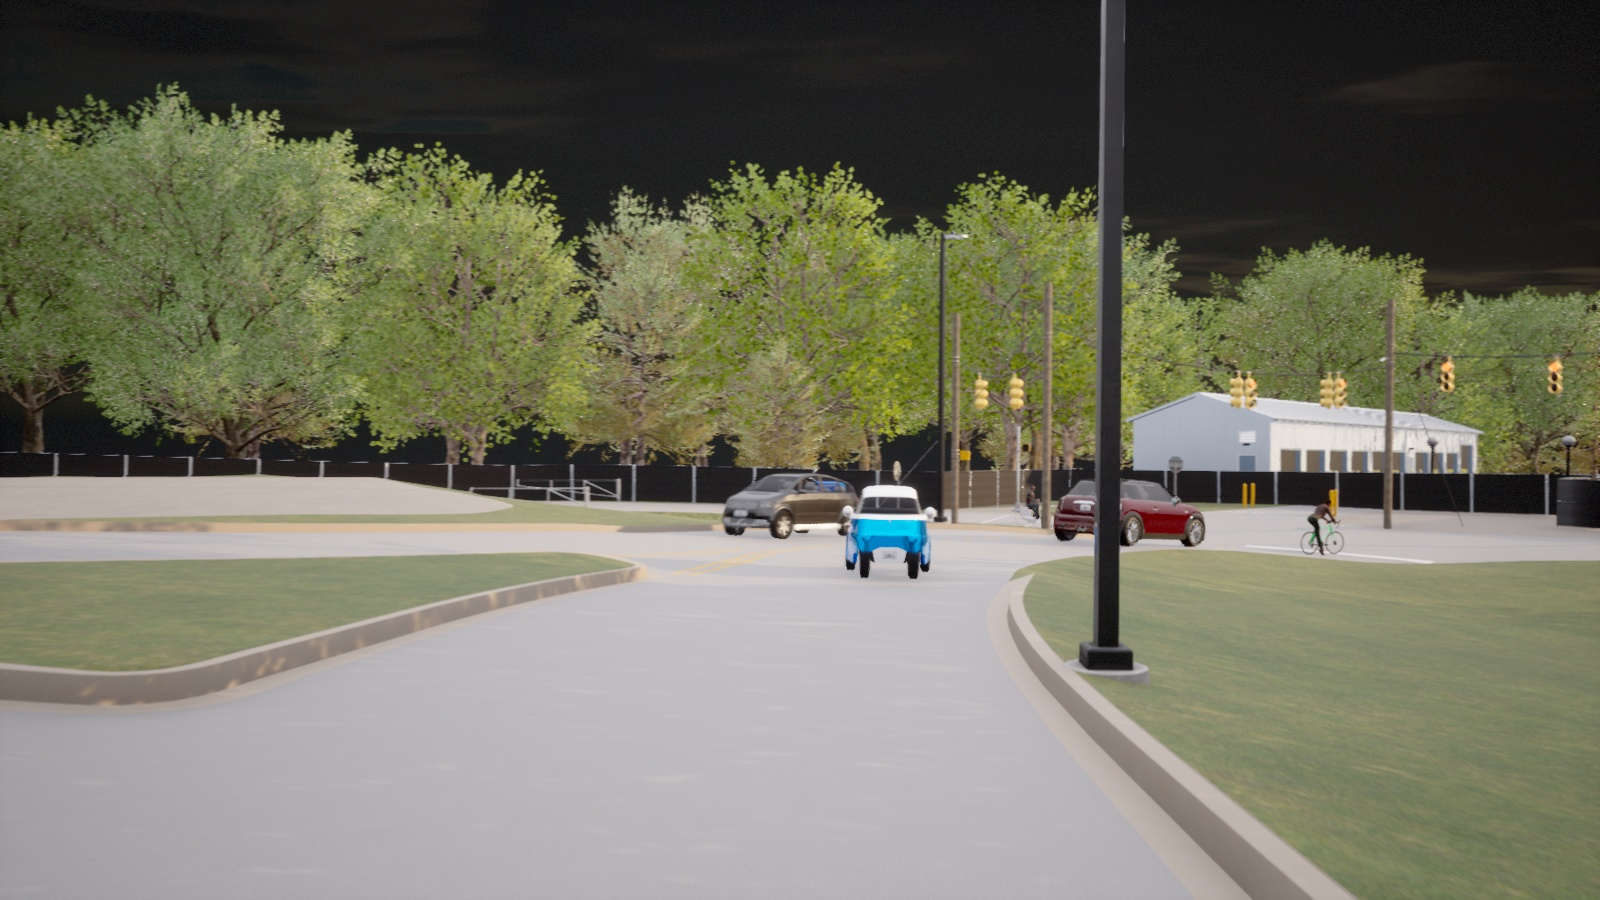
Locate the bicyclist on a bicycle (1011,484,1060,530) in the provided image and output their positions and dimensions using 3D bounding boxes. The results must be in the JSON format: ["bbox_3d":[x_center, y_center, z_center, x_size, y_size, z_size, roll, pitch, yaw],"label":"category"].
[{"bbox_3d":[9.820,2.353,52.414,1.843,1.776,0.659,2,3,35],"label":"bicyclist on a bicycle"}]

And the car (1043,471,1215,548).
[{"bbox_3d":[8.532,1.561,32.343,4.553,1.767,2.097,4,-2,-43],"label":"car"}]

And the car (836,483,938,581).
[{"bbox_3d":[1.348,1.237,19.610,1.481,1.376,2.207,1,-1,3],"label":"car"}]

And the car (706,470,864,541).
[{"bbox_3d":[-0.314,1.319,30.134,1.789,1.549,3.705,1,-2,39],"label":"car"}]

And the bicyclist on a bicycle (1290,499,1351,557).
[{"bbox_3d":[15.160,2.255,36.568,1.656,1.620,0.582,1,1,-23],"label":"bicyclist on a bicycle"}]
